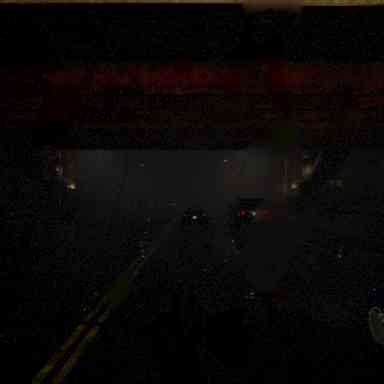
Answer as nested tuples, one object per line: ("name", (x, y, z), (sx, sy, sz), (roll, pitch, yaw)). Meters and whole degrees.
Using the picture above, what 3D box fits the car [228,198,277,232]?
("car", (3.688, 1.419, 21.988), (2.150, 2.045, 5.566), (0, -1, 0))

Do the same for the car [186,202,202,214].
("car", (0.236, 1.974, 41.627), (1.895, 1.301, 4.718), (0, -1, 0))

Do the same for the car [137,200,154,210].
("car", (-6.902, 1.973, 49.843), (1.812, 1.442, 4.674), (0, -1, 1))

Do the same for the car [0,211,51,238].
("car", (-10.095, 1.766, 18.867), (1.895, 1.301, 4.718), (0, -1, 0))

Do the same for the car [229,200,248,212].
("car", (6.539, 1.902, 47.292), (2.097, 1.535, 5.008), (0, -1, 0))

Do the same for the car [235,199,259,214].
("car", (6.677, 1.720, 40.868), (2.185, 1.767, 4.553), (0, -1, 0))

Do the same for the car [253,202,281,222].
("car", (6.639, 1.750, 30.092), (2.231, 1.521, 4.892), (0, -1, 10))

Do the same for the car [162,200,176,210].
("car", (-3.399, 1.975, 50.154), (1.812, 1.442, 4.674), (0, -1, 1))

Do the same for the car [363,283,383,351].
("car", (3.600, 1.556, 3.293), (1.812, 1.442, 4.674), (0, -1, 0))

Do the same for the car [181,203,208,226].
("car", (0.203, 1.788, 25.303), (1.994, 1.385, 4.181), (0, -1, 0))
